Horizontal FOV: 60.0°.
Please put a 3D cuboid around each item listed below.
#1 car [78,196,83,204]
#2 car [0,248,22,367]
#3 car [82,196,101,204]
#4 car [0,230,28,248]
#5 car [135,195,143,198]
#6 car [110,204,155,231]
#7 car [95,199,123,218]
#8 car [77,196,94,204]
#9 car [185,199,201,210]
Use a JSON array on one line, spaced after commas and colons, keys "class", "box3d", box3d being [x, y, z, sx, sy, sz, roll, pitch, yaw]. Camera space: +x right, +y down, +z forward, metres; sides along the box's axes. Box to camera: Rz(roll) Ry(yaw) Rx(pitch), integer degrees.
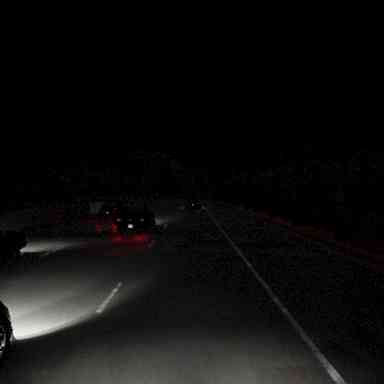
[{"class": "car", "box3d": [-17.532, 1.477, 56.182, 1.882, 1.535, 5.008, 0, 0, 1]}, {"class": "car", "box3d": [-3.397, 1.563, 2.818, 1.994, 1.385, 4.181, 0, 0, 0]}, {"class": "car", "box3d": [-14.058, 1.556, 48.854, 1.994, 1.385, 4.181, 0, 0, 0]}, {"class": "car", "box3d": [-6.898, 1.543, 9.621, 2.033, 1.411, 5.357, 0, 0, 0]}, {"class": "car", "box3d": [-14.433, 1.493, 91.030, 1.895, 1.301, 4.718, 0, 0, -4]}, {"class": "car", "box3d": [-3.394, 1.592, 20.629, 1.895, 1.301, 4.718, 0, 0, 0]}, {"class": "car", "box3d": [-6.893, 1.512, 29.530, 1.812, 1.442, 4.674, 0, 0, 0]}, {"class": "car", "box3d": [-20.984, 1.494, 65.682, 1.882, 1.535, 5.008, 0, 0, 0]}, {"class": "car", "box3d": [0.111, 1.550, 42.960, 1.994, 1.385, 4.181, 0, 0, 0]}]
